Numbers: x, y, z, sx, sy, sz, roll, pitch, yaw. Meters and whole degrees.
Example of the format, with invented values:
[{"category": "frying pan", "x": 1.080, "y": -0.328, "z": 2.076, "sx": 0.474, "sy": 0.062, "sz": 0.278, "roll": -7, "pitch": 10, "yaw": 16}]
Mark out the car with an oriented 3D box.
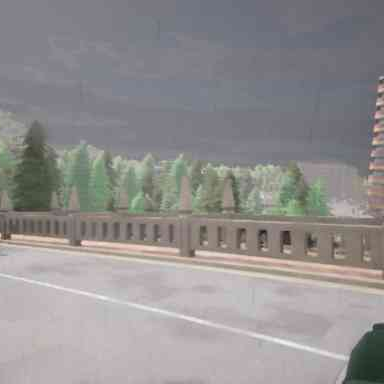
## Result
[{"category": "car", "x": 3.244, "y": 1.605, "z": 1.677, "sx": 4.718, "sy": 1.301, "sz": 1.895, "roll": 0, "pitch": 0, "yaw": 35}]
